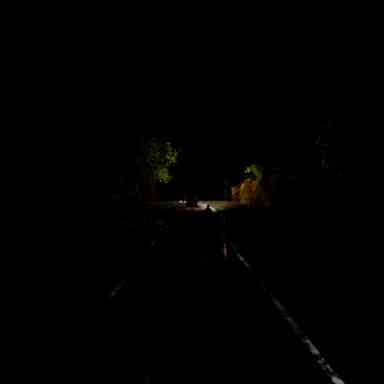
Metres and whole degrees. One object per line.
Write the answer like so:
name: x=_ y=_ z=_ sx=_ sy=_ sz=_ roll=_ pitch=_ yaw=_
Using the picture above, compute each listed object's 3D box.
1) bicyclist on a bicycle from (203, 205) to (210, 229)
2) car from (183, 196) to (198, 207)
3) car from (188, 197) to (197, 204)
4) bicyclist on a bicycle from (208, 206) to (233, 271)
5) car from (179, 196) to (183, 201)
bicyclist on a bicycle: x=0.929 y=1.549 z=18.892 sx=0.582 sy=1.620 sz=1.656 roll=0 pitch=-1 yaw=0
car: x=0.007 y=1.739 z=56.466 sx=2.128 sy=1.511 sz=4.902 roll=0 pitch=0 yaw=0
car: x=0.150 y=1.839 z=73.628 sx=2.033 sy=1.411 sz=5.357 roll=0 pitch=0 yaw=2
bicyclist on a bicycle: x=0.946 y=1.426 z=10.297 sx=0.659 sy=1.776 sz=1.843 roll=0 pitch=0 yaw=0
car: x=-2.473 y=1.902 z=93.568 sx=1.994 sy=1.385 sz=4.181 roll=0 pitch=0 yaw=3
